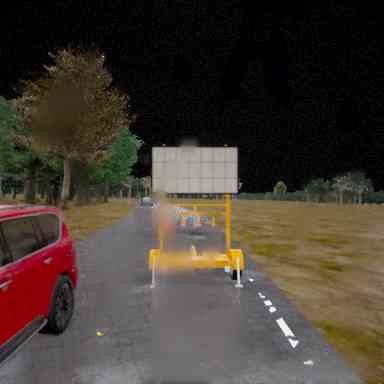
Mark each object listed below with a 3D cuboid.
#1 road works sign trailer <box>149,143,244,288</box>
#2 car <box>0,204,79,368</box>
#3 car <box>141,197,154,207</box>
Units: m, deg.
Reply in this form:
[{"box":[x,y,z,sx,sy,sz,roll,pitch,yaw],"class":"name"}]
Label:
[{"box":[0.077,0.464,9.245,2.380,3.560,2.880,0,0,-2],"class":"road works sign trailer"},{"box":[-3.100,1.220,3.783,2.150,2.045,5.566,0,0,0],"class":"car"},{"box":[-7.100,1.536,52.528,1.812,1.442,4.674,0,0,-10],"class":"car"}]
